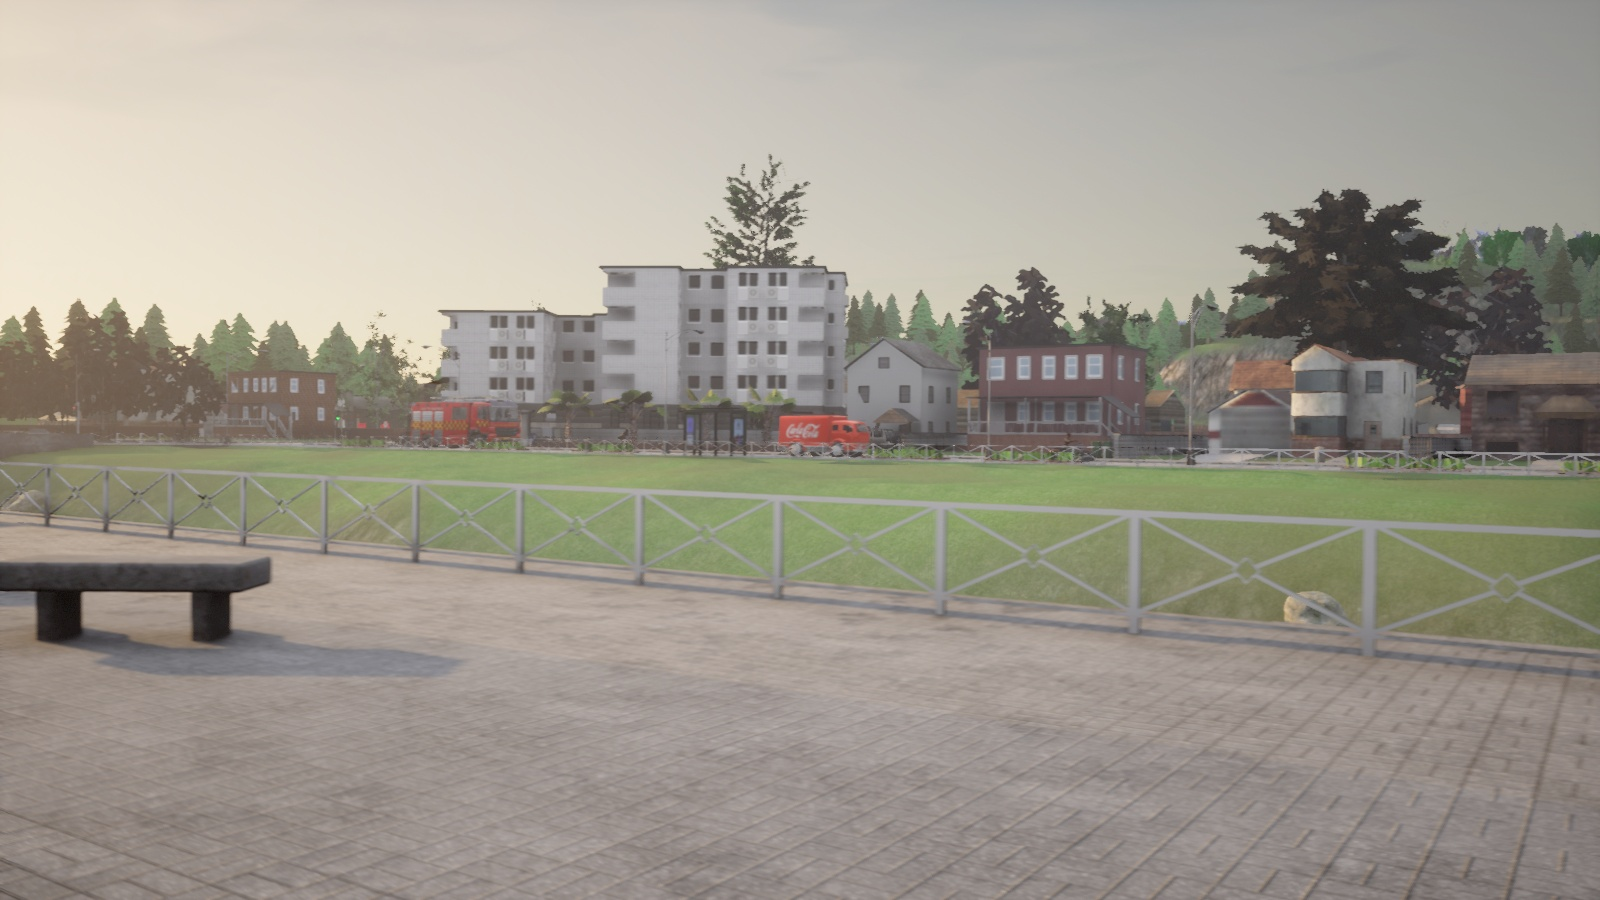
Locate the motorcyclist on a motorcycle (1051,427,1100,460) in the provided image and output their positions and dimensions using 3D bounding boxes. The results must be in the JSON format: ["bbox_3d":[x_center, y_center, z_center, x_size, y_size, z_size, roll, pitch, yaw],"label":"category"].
[{"bbox_3d":[14.059,-0.331,64.122,2.350,1.649,0.766,0,1,34],"label":"motorcyclist on a motorcycle"}]

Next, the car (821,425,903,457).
[{"bbox_3d":[3.746,-0.537,75.764,4.605,1.855,1.932,0,1,34],"label":"car"}]

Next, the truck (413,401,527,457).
[{"bbox_3d":[-23.444,-1.465,88.989,8.468,3.827,2.891,0,1,34],"label":"truck"}]

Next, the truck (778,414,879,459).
[{"bbox_3d":[1.615,-0.774,72.372,5.204,2.467,2.627,0,1,34],"label":"truck"}]
